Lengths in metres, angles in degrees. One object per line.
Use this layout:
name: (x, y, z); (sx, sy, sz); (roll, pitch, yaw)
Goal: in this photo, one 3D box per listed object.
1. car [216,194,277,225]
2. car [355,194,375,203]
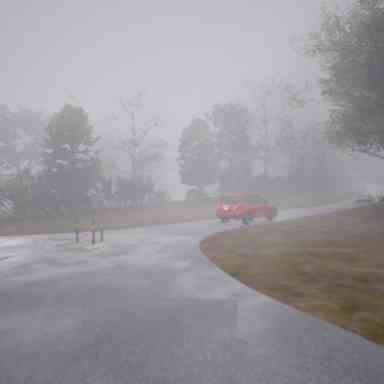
car: (4.029, 1.176, 24.155); (2.150, 2.045, 5.566); (-2, 0, 42)
car: (26.497, 0.954, 50.812); (1.895, 1.301, 4.718); (-3, 0, 38)
